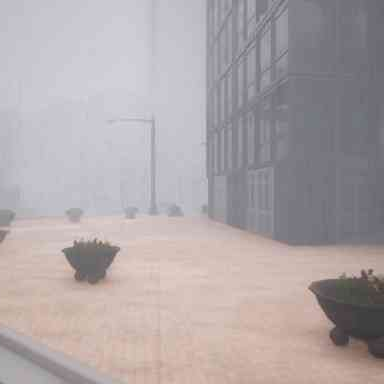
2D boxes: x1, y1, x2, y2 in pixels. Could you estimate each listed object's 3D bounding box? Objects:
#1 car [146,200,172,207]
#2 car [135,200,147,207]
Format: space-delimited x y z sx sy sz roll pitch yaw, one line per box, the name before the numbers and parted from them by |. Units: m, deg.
car | -5.815 2.249 62.102 1.895 1.301 4.718 0 -1 35
car | -8.680 2.249 64.112 1.895 1.301 4.718 0 -1 35
